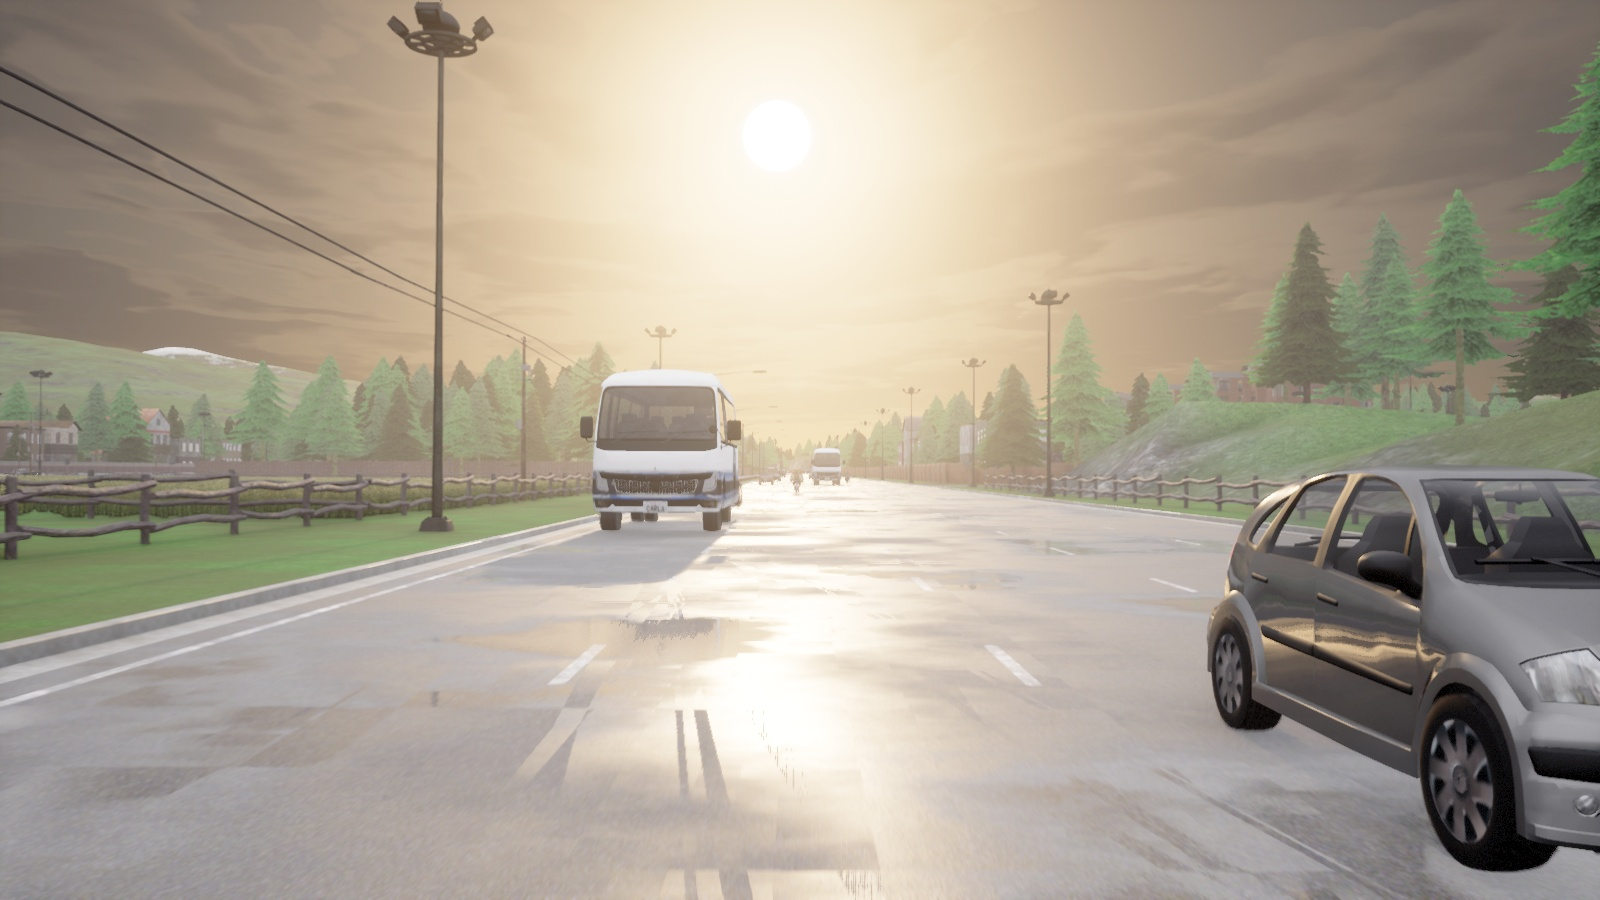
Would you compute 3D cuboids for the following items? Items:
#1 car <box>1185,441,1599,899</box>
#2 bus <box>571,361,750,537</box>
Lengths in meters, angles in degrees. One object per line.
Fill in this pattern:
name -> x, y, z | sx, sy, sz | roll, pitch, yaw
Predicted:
car -> 3.484, 0.808, 6.306 | 1.851, 1.617, 3.988 | 0, -1, 0
bus -> -3.591, 0.063, 35.559 | 3.944, 4.253, 10.273 | 0, -1, 0
